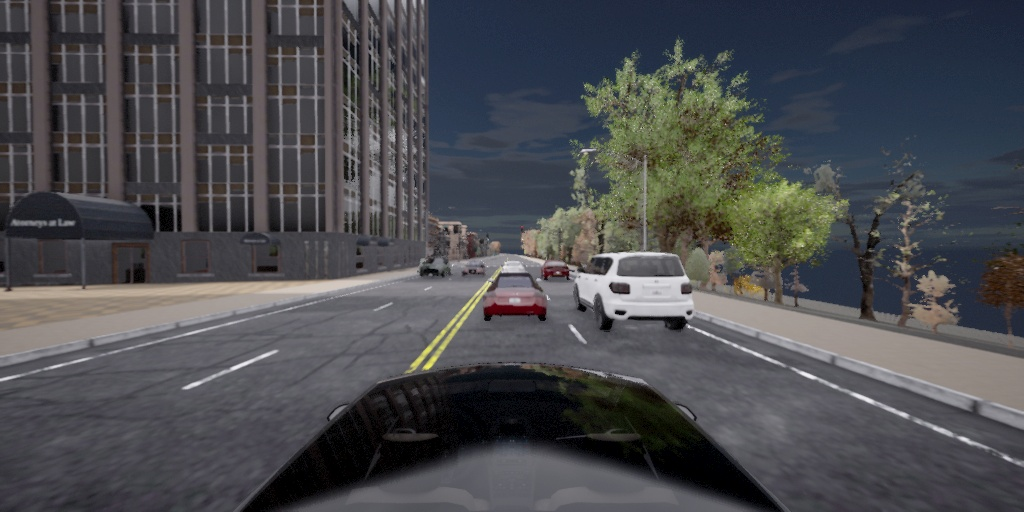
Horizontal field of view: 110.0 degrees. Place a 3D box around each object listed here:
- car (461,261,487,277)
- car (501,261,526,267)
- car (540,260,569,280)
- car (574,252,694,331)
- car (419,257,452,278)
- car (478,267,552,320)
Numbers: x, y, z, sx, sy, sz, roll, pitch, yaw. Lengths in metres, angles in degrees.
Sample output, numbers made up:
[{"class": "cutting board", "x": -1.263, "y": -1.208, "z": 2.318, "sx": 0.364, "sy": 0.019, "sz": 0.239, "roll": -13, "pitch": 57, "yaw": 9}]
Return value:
[{"class": "car", "x": -3.334, "y": 1.125, "z": 32.232, "sx": 1.994, "sy": 1.385, "sz": 4.181, "roll": 0, "pitch": 0, "yaw": 0}, {"class": "car", "x": 0.103, "y": 1.112, "z": 28.050, "sx": 1.812, "sy": 1.442, "sz": 4.674, "roll": 0, "pitch": 0, "yaw": 0}, {"class": "car", "x": 3.353, "y": 1.060, "z": 28.595, "sx": 1.882, "sy": 1.535, "sz": 5.008, "roll": 0, "pitch": 0, "yaw": 0}, {"class": "car", "x": 3.340, "y": 0.913, "z": 10.932, "sx": 2.150, "sy": 2.045, "sz": 5.566, "roll": 0, "pitch": 0, "yaw": 0}, {"class": "car", "x": -6.584, "y": 0.918, "z": 31.247, "sx": 2.097, "sy": 1.767, "sz": 4.553, "roll": 0, "pitch": 0, "yaw": 0}, {"class": "car", "x": 0.092, "y": 1.247, "z": 12.402, "sx": 1.994, "sy": 1.385, "sz": 4.181, "roll": 0, "pitch": 0, "yaw": 0}]
